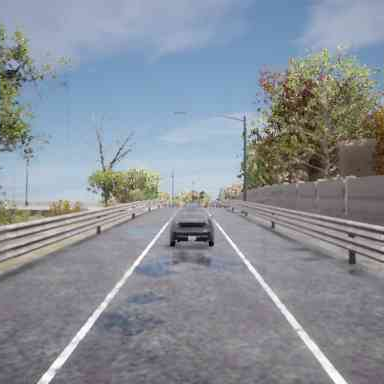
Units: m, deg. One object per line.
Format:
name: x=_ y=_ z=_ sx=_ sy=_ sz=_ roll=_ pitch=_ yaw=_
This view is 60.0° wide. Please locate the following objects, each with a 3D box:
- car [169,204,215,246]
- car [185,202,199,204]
car: x=0.001 y=1.517 z=15.183 sx=1.837 sy=1.490 sz=4.892 roll=0 pitch=0 yaw=0
car: x=0.001 y=1.575 z=30.214 sx=1.994 sy=1.385 sz=4.181 roll=0 pitch=0 yaw=0
